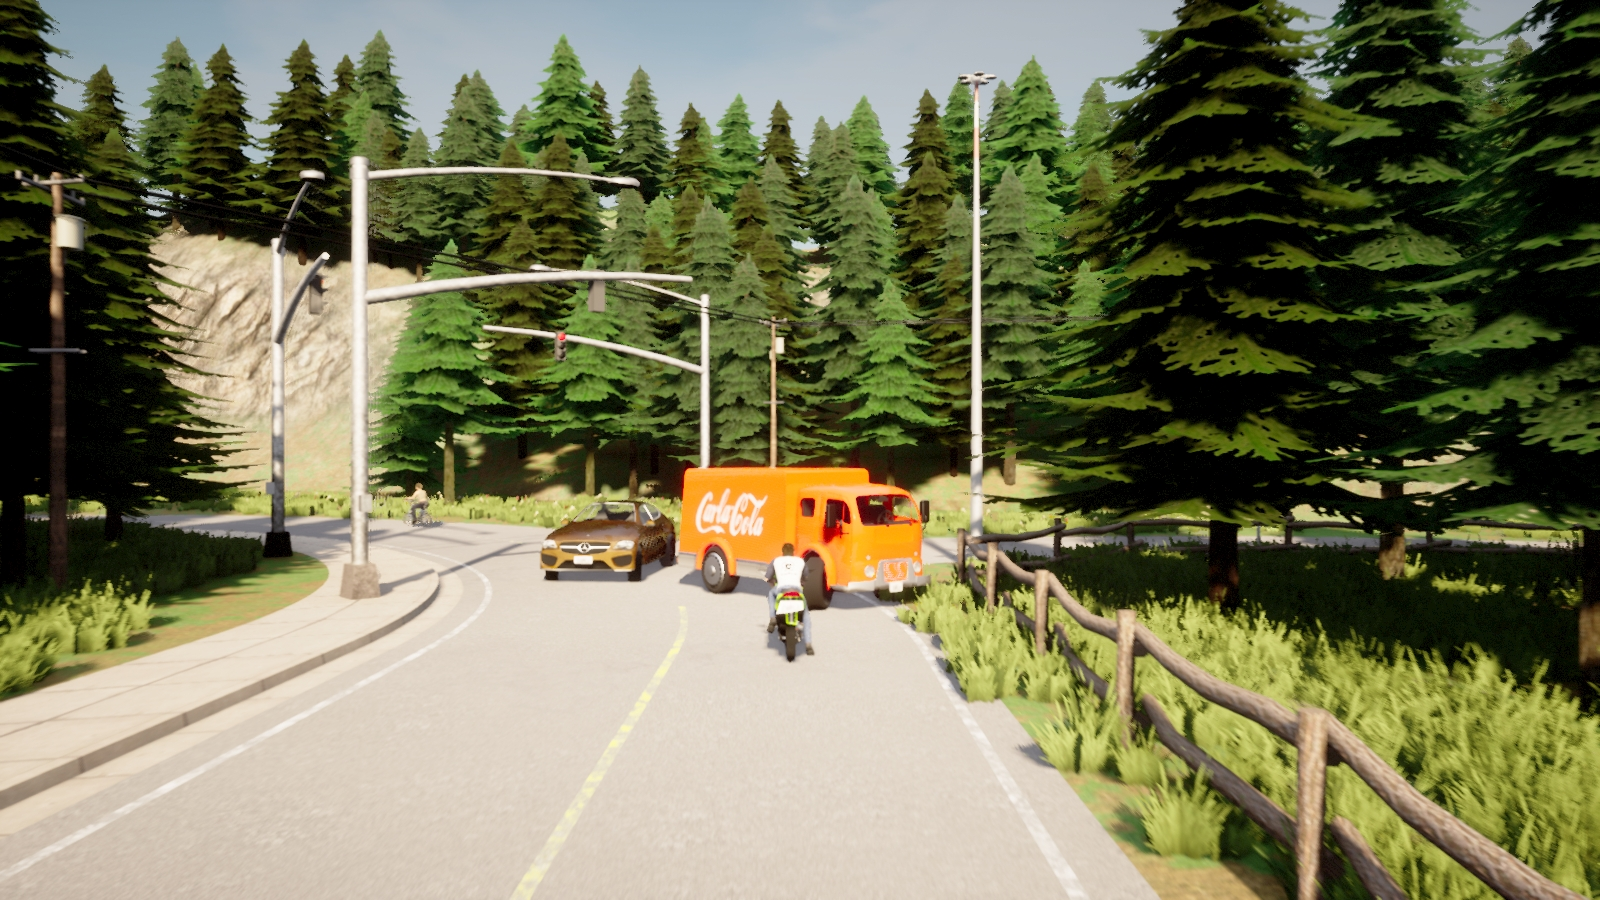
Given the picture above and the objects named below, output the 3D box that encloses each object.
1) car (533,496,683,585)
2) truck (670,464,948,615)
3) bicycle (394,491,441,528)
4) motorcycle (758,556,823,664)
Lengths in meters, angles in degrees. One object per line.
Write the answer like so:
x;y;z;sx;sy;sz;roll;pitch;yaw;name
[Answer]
-4.258;1.970;26.241;2.152;1.651;5.027;0;0;6;car
0.035;1.542;22.026;2.627;2.467;5.204;0;0;-39;truck
-13.799;2.131;41.230;1.487;1.276;0.859;0;0;33;bicycle
-0.163;2.159;15.779;0.803;1.199;2.033;0;0;-3;motorcycle
